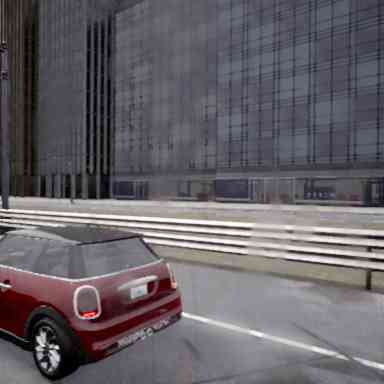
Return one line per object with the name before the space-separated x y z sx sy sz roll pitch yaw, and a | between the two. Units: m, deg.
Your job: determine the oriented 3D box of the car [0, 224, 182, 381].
car | -2.444 1.366 5.736 4.553 1.767 2.097 0 0 36
